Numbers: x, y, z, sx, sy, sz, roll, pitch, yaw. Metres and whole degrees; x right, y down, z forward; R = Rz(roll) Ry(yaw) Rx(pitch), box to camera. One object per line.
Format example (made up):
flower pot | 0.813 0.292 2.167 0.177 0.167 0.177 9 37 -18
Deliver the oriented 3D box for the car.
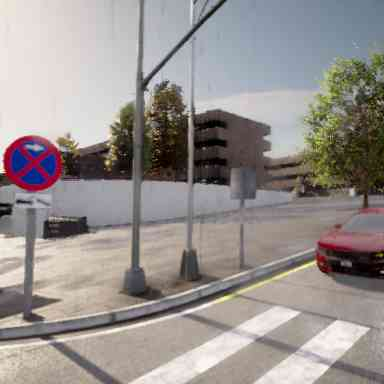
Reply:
car | 5.173 1.197 8.966 5.008 1.535 1.882 -3 0 -43
